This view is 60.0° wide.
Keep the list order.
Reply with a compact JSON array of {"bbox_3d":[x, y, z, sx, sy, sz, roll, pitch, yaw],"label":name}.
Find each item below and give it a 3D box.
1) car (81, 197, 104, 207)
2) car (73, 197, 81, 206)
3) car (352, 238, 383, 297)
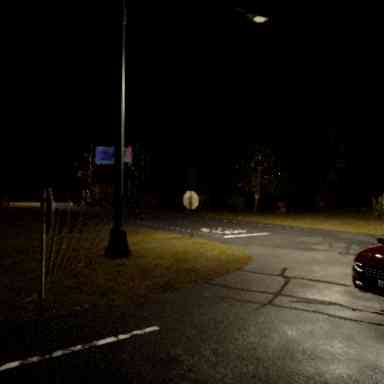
[{"bbox_3d":[-15.495,1.689,52.658,2.033,1.411,5.357,1,0,-33],"label":"car"},{"bbox_3d":[-19.470,1.629,58.584,2.128,1.511,4.902,1,0,-34],"label":"car"},{"bbox_3d":[5.813,1.556,7.947,5.008,1.535,1.882,0,0,-35],"label":"car"}]
